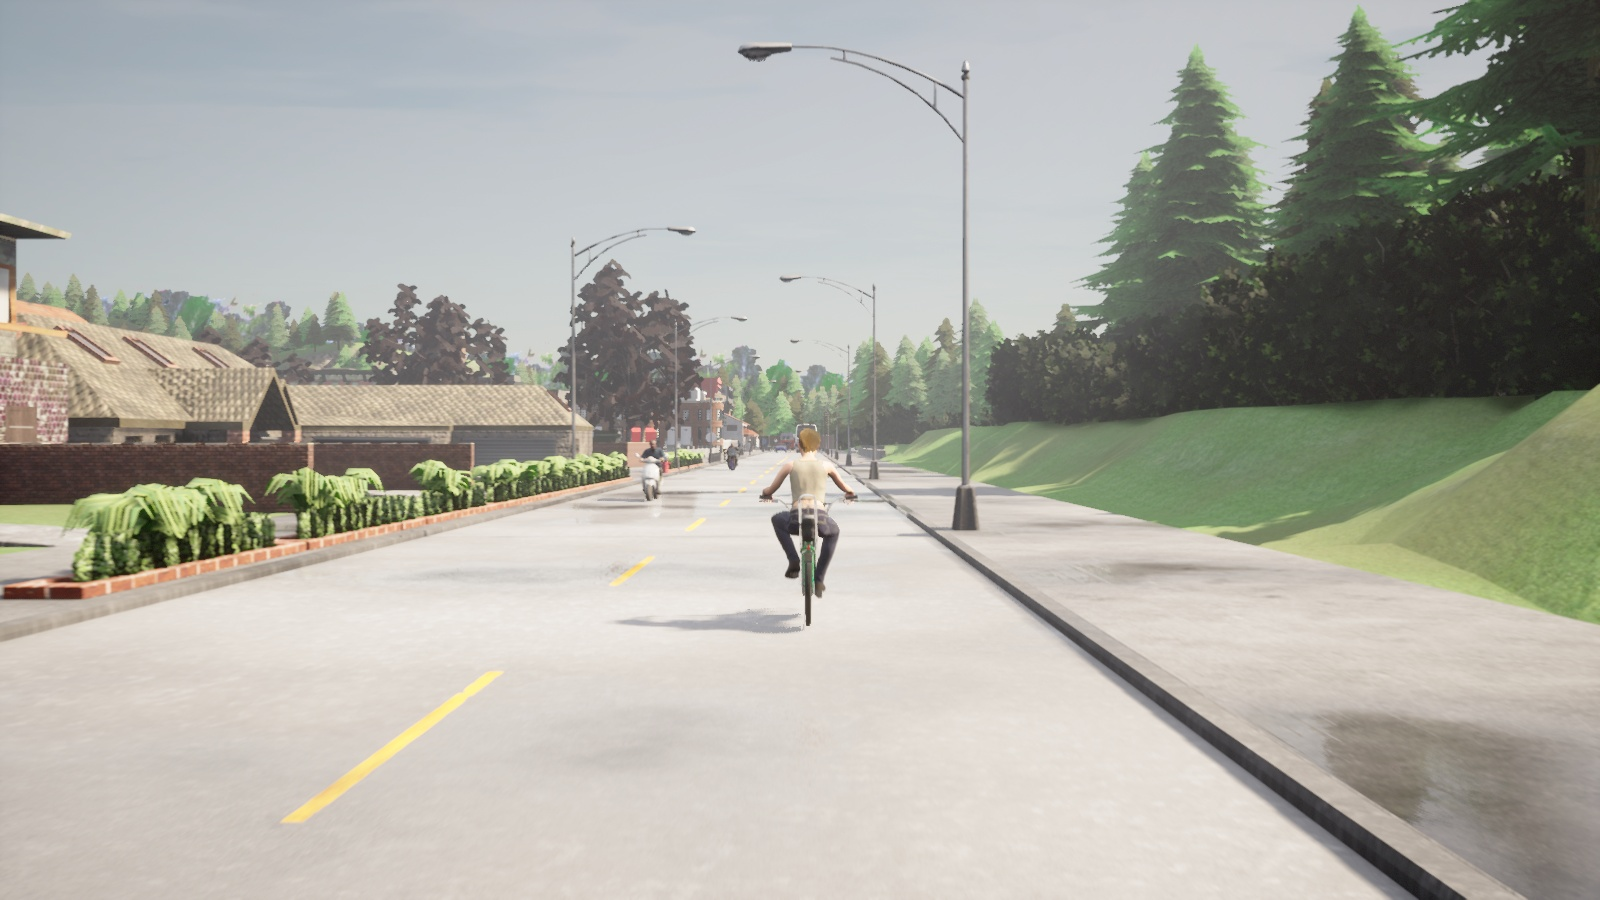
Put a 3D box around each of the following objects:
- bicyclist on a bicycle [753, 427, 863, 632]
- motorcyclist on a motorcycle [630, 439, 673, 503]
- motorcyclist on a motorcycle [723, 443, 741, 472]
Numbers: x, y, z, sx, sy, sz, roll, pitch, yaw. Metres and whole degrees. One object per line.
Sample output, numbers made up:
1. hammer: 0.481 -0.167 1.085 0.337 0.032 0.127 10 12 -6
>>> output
1. bicyclist on a bicycle: 0.071 0.623 10.637 0.866 1.612 1.509 0 0 1
2. motorcyclist on a motorcycle: -3.801 0.514 32.253 0.866 1.590 1.817 0 0 0
3. motorcyclist on a motorcycle: -3.623 0.397 67.190 0.866 1.530 2.191 0 0 0
